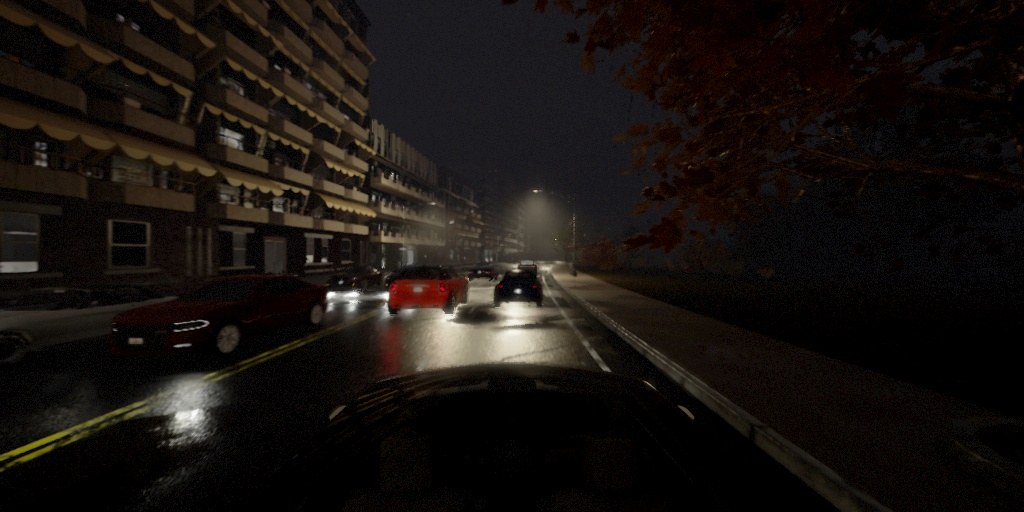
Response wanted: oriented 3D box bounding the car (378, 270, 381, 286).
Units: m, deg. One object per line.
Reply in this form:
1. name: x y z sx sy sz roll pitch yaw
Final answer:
1. car: -6.027 1.262 21.521 1.994 1.385 4.181 0 0 3

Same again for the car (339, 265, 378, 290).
1. car: -9.277 1.254 21.634 1.994 1.385 4.181 0 0 3

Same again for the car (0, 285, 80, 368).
1. car: -9.735 1.315 7.849 1.895 1.301 4.718 0 0 1

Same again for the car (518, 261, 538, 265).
1. car: 1.587 1.192 35.989 2.128 1.511 4.902 0 0 5

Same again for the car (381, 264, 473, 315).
1. car: -2.919 1.068 13.459 2.097 1.767 4.553 0 0 2

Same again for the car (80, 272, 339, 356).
1. car: -6.466 1.196 8.713 1.882 1.535 5.008 0 0 1

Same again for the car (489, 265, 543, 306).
1. car: 0.323 1.284 15.531 1.994 1.385 4.181 0 0 3

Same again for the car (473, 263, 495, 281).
1. car: -2.216 1.245 28.991 2.033 1.411 5.357 0 0 4
